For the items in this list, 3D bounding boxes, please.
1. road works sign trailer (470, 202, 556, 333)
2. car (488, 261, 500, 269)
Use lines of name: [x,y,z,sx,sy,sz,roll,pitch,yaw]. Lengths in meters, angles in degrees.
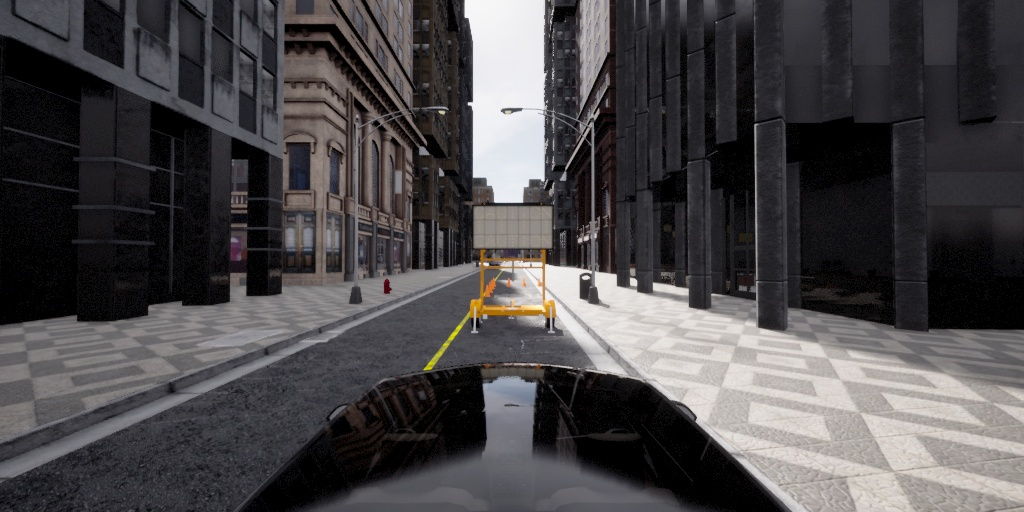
road works sign trailer: [0.029,0.217,10.712,2.380,3.560,2.880,0,0,0]
car: [-2.822,1.421,56.889,1.895,1.301,4.718,0,0,0]
